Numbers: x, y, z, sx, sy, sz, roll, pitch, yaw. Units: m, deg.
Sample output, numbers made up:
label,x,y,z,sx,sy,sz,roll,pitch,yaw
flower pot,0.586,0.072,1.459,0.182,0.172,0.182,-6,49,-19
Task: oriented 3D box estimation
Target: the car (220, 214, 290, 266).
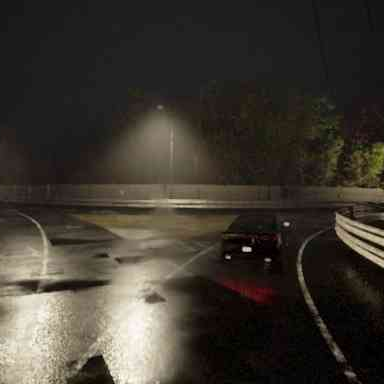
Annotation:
label,x,y,z,sx,sy,sz,roll,pitch,yaw
car,2.395,1.508,11.979,1.882,1.535,5.008,0,0,19
